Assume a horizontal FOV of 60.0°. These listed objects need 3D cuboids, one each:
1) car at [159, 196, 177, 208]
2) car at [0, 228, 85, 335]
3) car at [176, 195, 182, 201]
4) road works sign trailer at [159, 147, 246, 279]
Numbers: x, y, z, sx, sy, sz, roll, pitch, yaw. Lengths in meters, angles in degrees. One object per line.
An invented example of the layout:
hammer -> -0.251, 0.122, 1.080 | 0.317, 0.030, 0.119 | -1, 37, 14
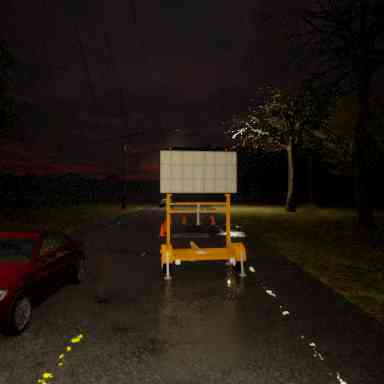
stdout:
car -> -3.687, 1.581, 47.982 | 2.033, 1.411, 5.357 | 0, 0, 0
car -> -3.599, 1.523, 6.815 | 1.812, 1.442, 4.674 | 0, 0, 0
car -> -3.663, 1.628, 90.089 | 1.882, 1.535, 5.008 | 0, 0, 0
road works sign trailer -> 0.177, 0.461, 10.120 | 2.380, 3.560, 2.880 | 0, 0, -8
